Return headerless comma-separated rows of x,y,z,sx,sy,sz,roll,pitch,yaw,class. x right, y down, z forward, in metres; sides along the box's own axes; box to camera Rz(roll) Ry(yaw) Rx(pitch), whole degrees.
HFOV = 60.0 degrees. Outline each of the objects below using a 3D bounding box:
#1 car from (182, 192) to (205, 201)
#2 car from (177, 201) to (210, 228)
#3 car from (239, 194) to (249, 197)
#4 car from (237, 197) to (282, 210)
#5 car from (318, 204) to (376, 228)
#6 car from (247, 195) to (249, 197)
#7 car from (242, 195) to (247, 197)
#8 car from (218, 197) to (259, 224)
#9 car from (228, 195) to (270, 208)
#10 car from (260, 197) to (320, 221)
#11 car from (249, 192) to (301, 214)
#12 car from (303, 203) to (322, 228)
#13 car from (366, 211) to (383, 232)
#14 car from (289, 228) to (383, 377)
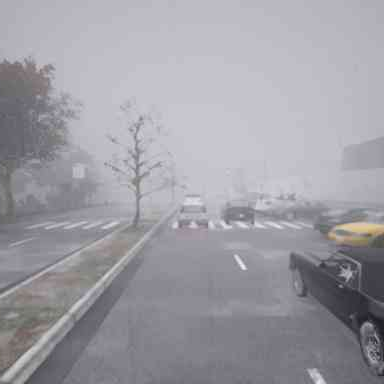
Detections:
0.071,1.041,38.957,2.150,2.045,5.566,0,0,-1,car
0.081,1.463,21.113,1.895,1.301,4.718,0,0,0,car
8.211,1.311,36.976,5.366,1.575,1.946,1,0,-20,car
8.060,1.340,39.906,4.792,1.488,2.163,1,0,-20,car
7.885,1.395,12.988,5.366,1.575,1.946,1,1,-20,car
8.048,1.321,30.943,5.008,1.535,2.097,1,0,-20,car
8.033,1.317,33.928,4.892,1.521,2.231,1,0,-20,car
3.079,1.330,23.230,1.882,1.535,5.008,0,0,0,car
7.856,1.300,45.791,5.366,1.575,1.946,1,0,-20,car
8.057,1.339,24.977,4.892,1.521,2.231,1,0,-20,car
8.074,1.077,27.978,5.566,2.045,2.435,1,0,-20,car
8.051,1.421,16.037,4.674,1.452,2.002,1,0,-20,car
8.087,1.452,10.084,4.792,1.488,2.163,1,0,-20,car
3.095,1.565,5.419,1.895,1.301,4.718,0,0,0,car
